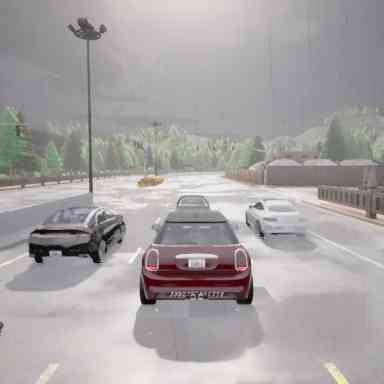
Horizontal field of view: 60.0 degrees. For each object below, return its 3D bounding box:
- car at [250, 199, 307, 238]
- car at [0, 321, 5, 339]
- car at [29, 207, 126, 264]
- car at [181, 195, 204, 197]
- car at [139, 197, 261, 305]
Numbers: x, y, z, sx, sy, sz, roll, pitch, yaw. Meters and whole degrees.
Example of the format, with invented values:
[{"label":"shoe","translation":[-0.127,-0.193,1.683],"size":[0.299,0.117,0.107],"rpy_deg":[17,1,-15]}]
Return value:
[{"label":"car","translation":[3.543,1.030,14.534],"size":[1.812,1.442,4.674],"rpy_deg":[0,4,0]},{"label":"car","translation":[-3.403,1.534,1.924],"size":[2.033,1.411,5.357],"rpy_deg":[0,1,0]},{"label":"car","translation":[-3.437,1.212,10.779],"size":[2.128,1.511,4.902],"rpy_deg":[0,3,0]},{"label":"car","translation":[0.034,0.861,17.332],"size":[2.033,1.411,5.357],"rpy_deg":[0,4,0]},{"label":"car","translation":[0.076,1.192,7.950],"size":[2.097,1.767,4.553],"rpy_deg":[0,2,0]}]
